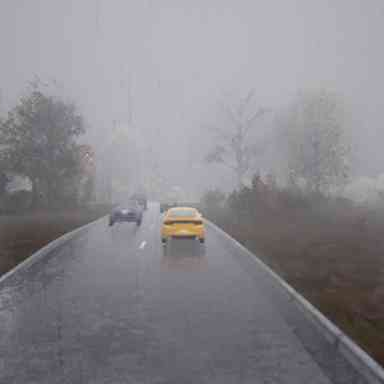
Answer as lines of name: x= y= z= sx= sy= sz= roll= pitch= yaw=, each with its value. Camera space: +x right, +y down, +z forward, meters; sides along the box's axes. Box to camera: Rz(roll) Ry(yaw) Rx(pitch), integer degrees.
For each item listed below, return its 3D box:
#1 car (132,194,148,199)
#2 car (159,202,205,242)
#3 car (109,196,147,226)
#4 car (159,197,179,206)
car: x=-6.867 y=1.242 z=42.669 sx=2.150 sy=2.045 sz=5.566 roll=0 pitch=0 yaw=-9
car: x=-0.489 y=1.481 z=16.362 sx=1.882 sy=1.535 sz=5.008 roll=0 pitch=0 yaw=-3
car: x=-4.521 y=1.359 z=23.619 sx=2.097 sy=1.767 sz=4.553 roll=0 pitch=0 yaw=-5
car: x=-2.463 y=1.362 z=36.440 sx=2.097 sy=1.767 sz=4.553 roll=0 pitch=0 yaw=-7
